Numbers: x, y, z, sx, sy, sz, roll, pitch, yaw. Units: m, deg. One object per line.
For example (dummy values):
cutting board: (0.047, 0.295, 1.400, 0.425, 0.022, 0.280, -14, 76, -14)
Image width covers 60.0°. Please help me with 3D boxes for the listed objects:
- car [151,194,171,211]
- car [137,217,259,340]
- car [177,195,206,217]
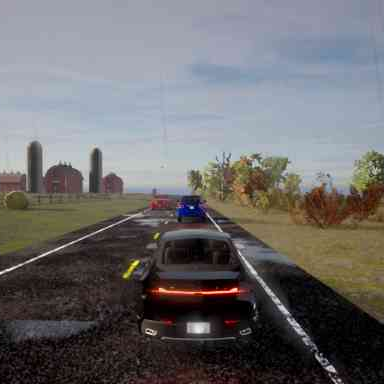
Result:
car: (-3.820, 1.229, 41.865, 2.150, 2.045, 5.566, 0, 0, -1)
car: (0.083, 1.504, 6.710, 1.837, 1.490, 4.892, 0, 0, 0)
car: (-0.033, 1.220, 26.430, 2.150, 2.045, 5.566, 0, 0, -1)
